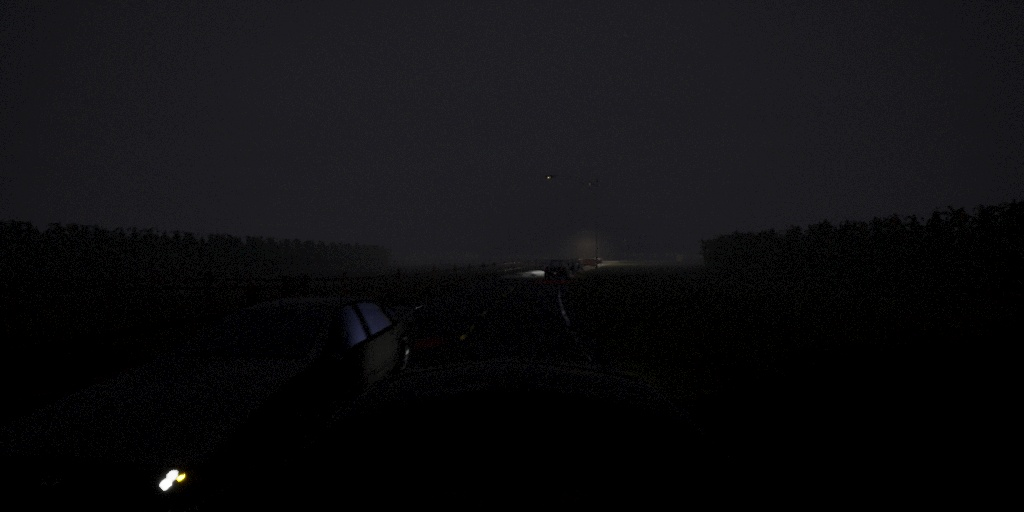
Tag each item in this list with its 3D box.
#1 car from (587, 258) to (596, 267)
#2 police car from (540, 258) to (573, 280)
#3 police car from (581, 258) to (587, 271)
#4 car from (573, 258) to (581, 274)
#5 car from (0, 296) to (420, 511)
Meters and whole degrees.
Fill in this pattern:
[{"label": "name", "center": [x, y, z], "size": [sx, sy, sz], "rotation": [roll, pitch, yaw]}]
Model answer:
[{"label": "car", "center": [13.460, 1.138, 63.703], "size": [1.882, 1.535, 5.008], "rotation": [0, 0, 20]}, {"label": "police car", "center": [3.914, 1.148, 30.829], "size": [1.930, 1.638, 5.238], "rotation": [0, 0, 12]}, {"label": "police car", "center": [8.006, 1.119, 46.040], "size": [1.930, 1.638, 5.238], "rotation": [0, 0, 18]}, {"label": "car", "center": [6.247, 1.183, 40.283], "size": [1.882, 1.535, 5.008], "rotation": [0, 0, 16]}, {"label": "car", "center": [-2.750, 1.284, 4.767], "size": [2.033, 1.411, 5.357], "rotation": [0, 0, 1]}]
